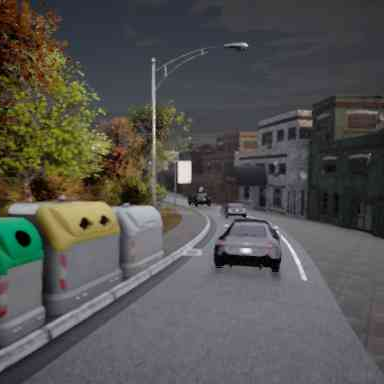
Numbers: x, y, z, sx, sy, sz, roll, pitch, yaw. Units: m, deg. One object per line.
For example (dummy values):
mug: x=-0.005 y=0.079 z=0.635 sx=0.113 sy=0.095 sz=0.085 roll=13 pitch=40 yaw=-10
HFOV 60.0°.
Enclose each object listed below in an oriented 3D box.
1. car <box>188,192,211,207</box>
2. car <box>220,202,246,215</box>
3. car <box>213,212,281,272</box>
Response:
car: x=0.964 y=0.978 z=46.714 sx=2.150 sy=2.045 sz=5.566 roll=-1 pitch=2 yaw=-15
car: x=3.665 y=1.586 z=30.144 sx=2.033 sy=1.411 sz=5.357 roll=0 pitch=0 yaw=-2
car: x=1.952 y=1.609 z=11.252 sx=1.994 sy=1.385 sz=4.181 roll=1 pitch=0 yaw=13
